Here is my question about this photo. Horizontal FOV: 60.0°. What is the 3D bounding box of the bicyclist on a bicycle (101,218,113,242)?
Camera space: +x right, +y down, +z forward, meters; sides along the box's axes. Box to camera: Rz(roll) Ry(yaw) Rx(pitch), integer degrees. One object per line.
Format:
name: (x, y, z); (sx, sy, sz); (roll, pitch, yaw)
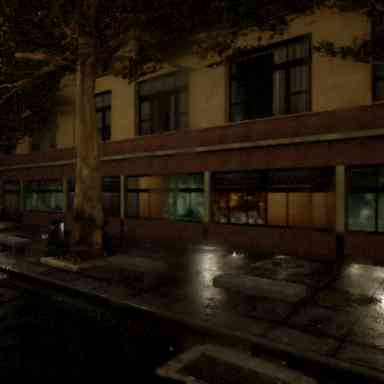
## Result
bicyclist on a bicycle: (-3.467, 1.346, 11.926); (0.582, 1.620, 1.656); (0, -1, 37)
